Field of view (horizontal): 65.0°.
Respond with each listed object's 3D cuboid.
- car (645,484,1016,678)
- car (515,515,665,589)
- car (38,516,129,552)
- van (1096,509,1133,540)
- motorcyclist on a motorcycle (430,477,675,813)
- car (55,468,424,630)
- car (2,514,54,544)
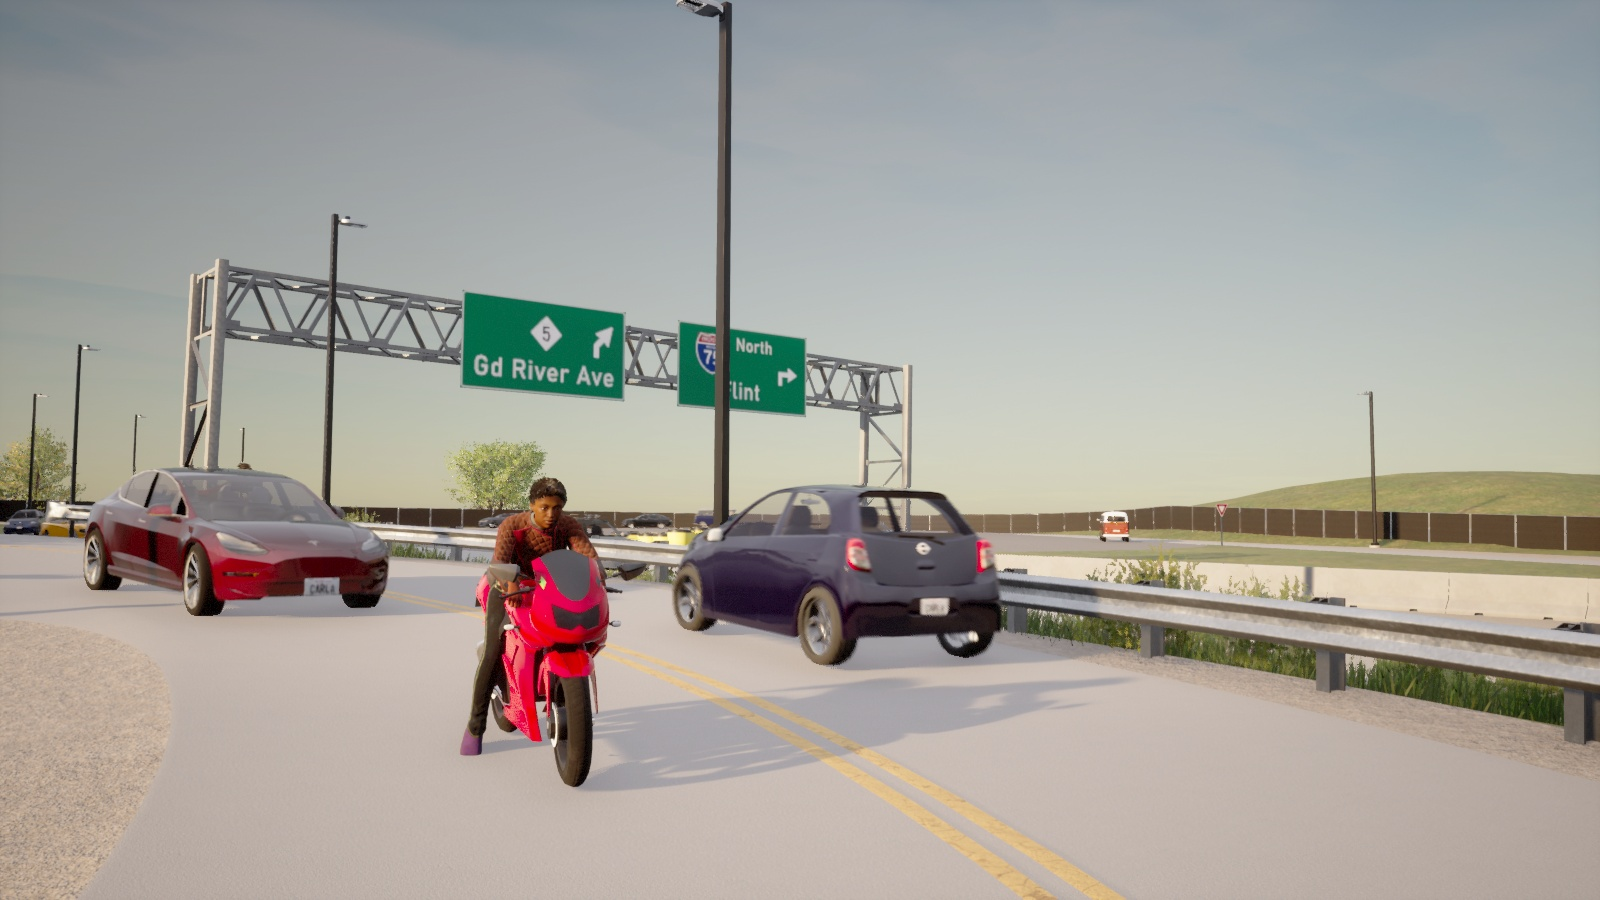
[{"bbox_3d":[0.134,1.104,11.919,1.845,1.501,3.633,2,-2,-30],"label":"car"},{"bbox_3d":[-5.833,2.755,34.491,1.932,1.855,4.605,3,-4,-40],"label":"car"},{"bbox_3d":[-33.588,3.937,58.839,5.008,1.535,1.882,-3,-1,38],"label":"car"},{"bbox_3d":[21.581,5.088,86.254,2.069,2.038,4.480,0,-3,9],"label":"van"},{"bbox_3d":[-1.418,0.918,6.837,0.797,1.523,2.044,1,-1,-26],"label":"motorcyclist on a motorcycle"},{"bbox_3d":[-6.539,1.006,14.365,4.792,1.488,2.163,0,-2,44],"label":"car"},{"bbox_3d":[-46.206,4.710,75.215,1.851,1.617,3.988,-2,-2,-20],"label":"car"}]
